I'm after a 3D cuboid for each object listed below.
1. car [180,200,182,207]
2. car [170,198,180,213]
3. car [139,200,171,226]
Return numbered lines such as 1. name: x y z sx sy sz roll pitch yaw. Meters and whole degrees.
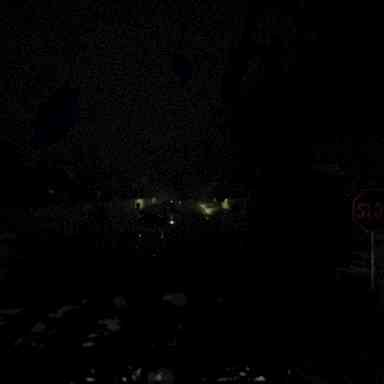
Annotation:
1. car: -3.037 1.935 64.314 2.097 1.767 4.553 0 -1 0
2. car: -2.938 1.834 42.093 2.128 1.511 4.902 0 0 0
3. car: -2.861 1.663 25.415 1.882 1.535 5.008 0 0 0
